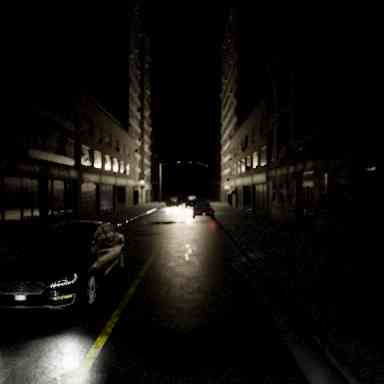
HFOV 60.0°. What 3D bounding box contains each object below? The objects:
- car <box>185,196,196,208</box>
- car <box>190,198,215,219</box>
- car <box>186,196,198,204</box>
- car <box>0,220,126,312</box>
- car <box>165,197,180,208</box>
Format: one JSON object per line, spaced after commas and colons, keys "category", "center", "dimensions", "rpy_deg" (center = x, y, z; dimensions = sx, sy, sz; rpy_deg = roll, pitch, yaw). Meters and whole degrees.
{"category": "car", "center": [-0.005, 1.573, 48.578], "dimensions": [1.994, 1.385, 4.181], "rpy_deg": [0, 0, 0]}
{"category": "car", "center": [0.956, 1.523, 28.715], "dimensions": [1.812, 1.442, 4.674], "rpy_deg": [0, 0, 0]}
{"category": "car", "center": [-0.014, 1.521, 64.552], "dimensions": [2.128, 1.511, 4.902], "rpy_deg": [0, 0, 0]}
{"category": "car", "center": [-2.851, 1.502, 7.958], "dimensions": [1.837, 1.490, 4.892], "rpy_deg": [0, 0, 0]}
{"category": "car", "center": [-2.841, 1.499, 48.770], "dimensions": [2.128, 1.511, 4.902], "rpy_deg": [0, 0, 0]}
